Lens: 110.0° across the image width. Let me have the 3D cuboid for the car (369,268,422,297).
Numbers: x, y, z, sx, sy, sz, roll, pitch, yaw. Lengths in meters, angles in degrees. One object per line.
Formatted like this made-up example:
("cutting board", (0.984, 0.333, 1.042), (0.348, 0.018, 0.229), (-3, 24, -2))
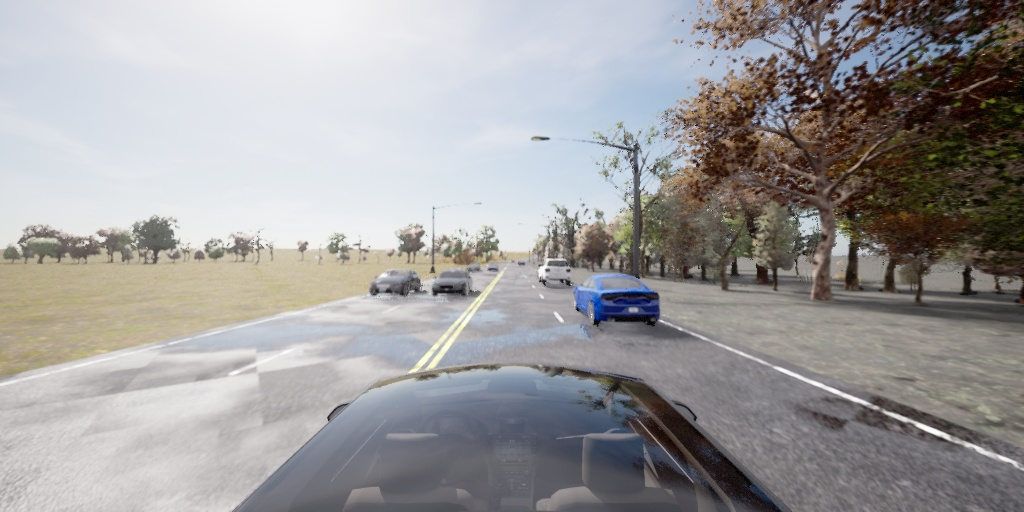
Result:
("car", (-6.591, 1.481, 20.751), (2.128, 1.511, 4.902), (0, -1, 0))

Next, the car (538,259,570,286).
("car", (3.392, 1.269, 29.153), (2.150, 2.045, 5.566), (1, -1, 0))

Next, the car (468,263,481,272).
("car", (-6.515, 1.965, 62.644), (2.128, 1.511, 4.902), (0, -1, 1))

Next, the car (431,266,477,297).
("car", (-3.341, 1.494, 20.735), (1.837, 1.490, 4.892), (0, -1, 0))

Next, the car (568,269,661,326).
("car", (3.352, 1.356, 12.354), (1.882, 1.535, 5.008), (0, 0, 0))

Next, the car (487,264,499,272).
("car", (-3.255, 2.020, 62.648), (2.033, 1.411, 5.357), (0, -1, 1))
